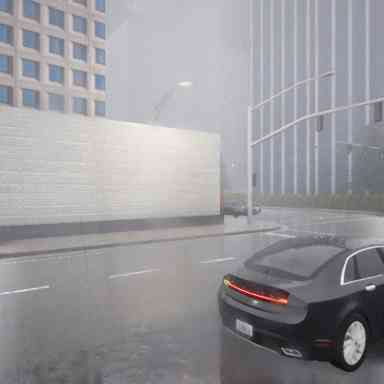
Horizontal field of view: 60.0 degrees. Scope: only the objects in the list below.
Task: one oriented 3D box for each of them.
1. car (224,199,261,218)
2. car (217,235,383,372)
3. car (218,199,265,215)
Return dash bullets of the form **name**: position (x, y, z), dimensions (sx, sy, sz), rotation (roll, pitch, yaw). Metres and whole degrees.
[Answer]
- **car**: position (3.599, 1.603, 31.575), dimensions (2.033, 1.411, 5.357), rotation (0, 0, -36)
- **car**: position (2.658, 1.505, 5.696), dimensions (4.892, 1.490, 1.837), rotation (0, 0, -35)
- **car**: position (5.160, 1.547, 35.407), dimensions (2.128, 1.511, 4.902), rotation (0, 0, -36)
